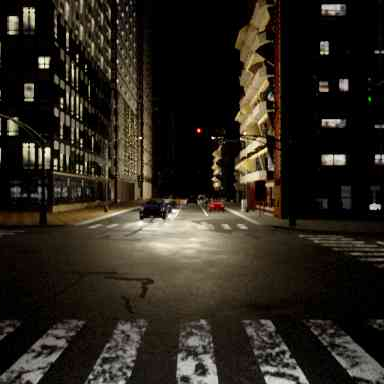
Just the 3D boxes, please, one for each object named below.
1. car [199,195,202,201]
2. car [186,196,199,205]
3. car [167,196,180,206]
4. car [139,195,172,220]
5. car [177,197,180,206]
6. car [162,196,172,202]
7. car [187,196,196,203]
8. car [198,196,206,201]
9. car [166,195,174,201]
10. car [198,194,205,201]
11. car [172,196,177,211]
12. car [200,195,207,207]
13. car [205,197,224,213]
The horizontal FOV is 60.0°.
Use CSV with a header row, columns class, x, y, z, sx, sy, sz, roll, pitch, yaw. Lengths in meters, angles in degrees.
class,x,y,z,sx,sy,sz,roll,pitch,yaw
car,2.606,1.558,55.829,2.008,1.369,4.403,0,0,0
car,0.010,1.574,60.229,1.994,1.385,4.181,0,0,0
car,-3.088,1.486,56.750,1.882,1.535,5.008,0,0,0
car,-3.138,1.350,28.172,2.097,1.767,4.553,0,0,0
car,-3.146,1.605,46.478,1.895,1.301,4.718,0,0,0
car,-5.810,1.572,78.410,2.008,1.369,4.403,0,0,0
car,-0.106,1.568,70.271,1.994,1.385,4.181,0,0,0
car,2.561,1.607,84.073,1.802,1.307,4.206,0,0,0
car,-5.828,1.575,89.708,1.887,1.381,4.507,0,0,0
car,2.552,1.471,89.721,1.967,1.590,4.097,0,0,0
car,-3.152,1.492,37.221,2.128,1.511,4.902,0,0,0
car,2.614,1.556,50.181,2.008,1.369,4.403,0,0,0
car,2.685,1.582,37.264,1.802,1.307,4.206,0,0,0
